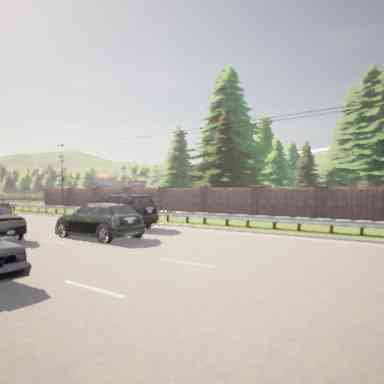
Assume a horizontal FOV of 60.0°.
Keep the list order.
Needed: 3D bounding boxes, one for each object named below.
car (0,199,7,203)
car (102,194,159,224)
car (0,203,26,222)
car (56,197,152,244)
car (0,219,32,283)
[{"bbox_3d":[-18.082,1.360,29.788,4.902,1.511,2.128,0,0,36],"label":"car"},{"bbox_3d":[-4.539,1.159,20.128,5.566,2.045,2.150,0,0,36],"label":"car"},{"bbox_3d":[-9.349,1.425,14.960,4.902,1.511,2.128,0,0,36],"label":"car"},{"bbox_3d":[-4.424,1.300,15.745,4.553,1.767,2.097,0,0,36],"label":"car"},{"bbox_3d":[-6.216,1.507,8.426,5.357,1.411,2.033,0,0,36],"label":"car"}]
